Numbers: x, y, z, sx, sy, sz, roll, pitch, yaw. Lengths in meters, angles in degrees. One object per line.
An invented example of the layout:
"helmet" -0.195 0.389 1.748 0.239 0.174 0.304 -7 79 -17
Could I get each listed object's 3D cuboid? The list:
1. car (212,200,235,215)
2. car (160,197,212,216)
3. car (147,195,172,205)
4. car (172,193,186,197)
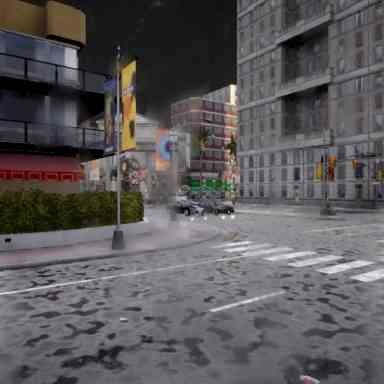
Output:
"car" 2.028 1.547 34.440 2.033 1.411 5.357 0 0 -35
"car" -0.657 1.491 32.176 2.128 1.511 4.902 0 0 -35
"car" -6.270 1.505 59.585 1.837 1.490 4.892 0 0 -44
"car" -2.557 1.221 62.268 2.150 2.045 5.566 0 0 -15
